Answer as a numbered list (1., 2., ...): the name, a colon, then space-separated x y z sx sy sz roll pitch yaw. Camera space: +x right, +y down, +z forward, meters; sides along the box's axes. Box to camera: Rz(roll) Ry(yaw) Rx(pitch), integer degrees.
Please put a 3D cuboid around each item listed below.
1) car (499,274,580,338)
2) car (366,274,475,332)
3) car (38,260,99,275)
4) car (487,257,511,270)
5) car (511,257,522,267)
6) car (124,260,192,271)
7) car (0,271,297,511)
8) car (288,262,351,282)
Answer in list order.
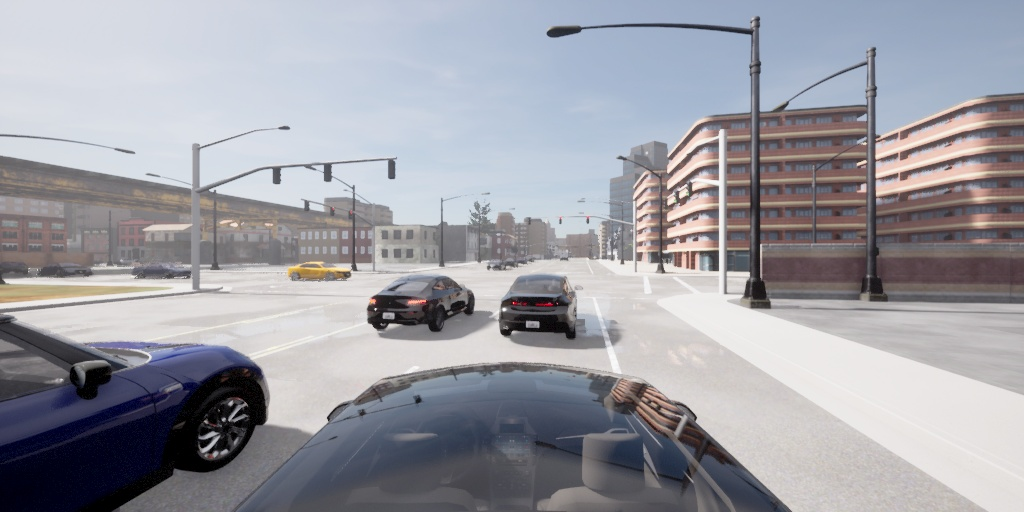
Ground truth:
1. car: 0.909 1.254 10.232 1.837 1.490 4.892 0 0 11
2. car: -2.536 1.275 10.873 1.812 1.442 4.674 0 0 11
3. car: -41.989 1.312 33.750 4.181 1.385 1.994 0 0 13
4. car: -2.028 1.103 48.010 2.128 1.511 4.902 0 1 11
5. car: -0.228 0.954 57.287 1.882 1.535 5.008 0 1 11
6. car: -30.462 1.296 31.505 5.357 1.411 2.033 0 0 10
7. car: -3.858 1.102 2.096 2.097 1.767 4.553 0 0 6
8. car: -15.497 1.226 28.940 5.008 1.535 1.882 0 0 10
